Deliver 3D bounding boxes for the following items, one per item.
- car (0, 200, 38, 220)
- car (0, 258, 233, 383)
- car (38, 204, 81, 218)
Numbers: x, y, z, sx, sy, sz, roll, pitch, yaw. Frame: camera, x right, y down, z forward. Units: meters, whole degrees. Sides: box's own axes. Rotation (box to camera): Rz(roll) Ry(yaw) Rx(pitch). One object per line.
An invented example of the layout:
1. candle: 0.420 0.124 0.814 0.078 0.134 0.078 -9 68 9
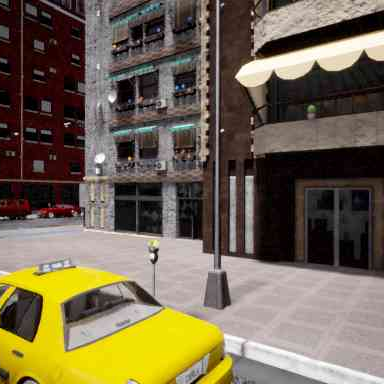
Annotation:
1. car: -16.838 1.591 29.453 2.192 1.841 5.009 -1 -2 35
2. car: -1.874 1.525 4.199 4.829 1.417 1.752 0 0 35
3. car: -13.556 1.923 34.101 1.887 1.381 4.507 -1 -2 35
